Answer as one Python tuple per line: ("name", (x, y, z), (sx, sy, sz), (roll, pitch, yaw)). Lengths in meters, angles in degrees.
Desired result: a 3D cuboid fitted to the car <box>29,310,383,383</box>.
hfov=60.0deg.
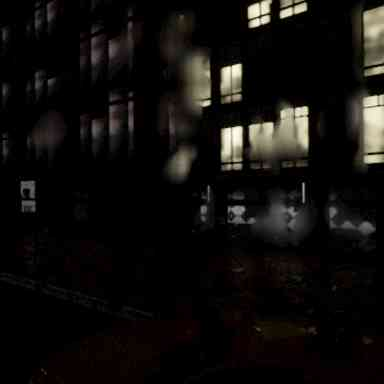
("car", (0.719, 1.525, 2.327), (4.829, 1.417, 1.752), (0, -1, 35))
